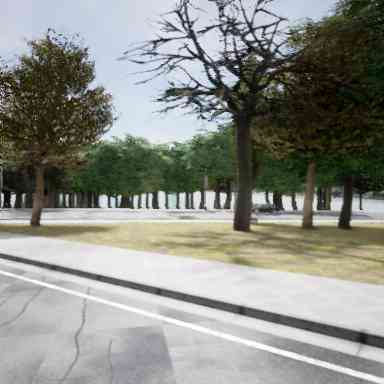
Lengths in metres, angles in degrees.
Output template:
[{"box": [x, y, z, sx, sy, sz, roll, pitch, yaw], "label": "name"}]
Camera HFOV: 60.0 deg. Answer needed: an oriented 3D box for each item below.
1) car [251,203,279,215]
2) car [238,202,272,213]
[{"box": [11.074, 2.483, 51.874, 4.553, 1.767, 2.097, 1, 0, -11], "label": "car"}, {"box": [10.412, 2.571, 55.057, 5.008, 1.535, 1.882, 1, 0, -11], "label": "car"}]
